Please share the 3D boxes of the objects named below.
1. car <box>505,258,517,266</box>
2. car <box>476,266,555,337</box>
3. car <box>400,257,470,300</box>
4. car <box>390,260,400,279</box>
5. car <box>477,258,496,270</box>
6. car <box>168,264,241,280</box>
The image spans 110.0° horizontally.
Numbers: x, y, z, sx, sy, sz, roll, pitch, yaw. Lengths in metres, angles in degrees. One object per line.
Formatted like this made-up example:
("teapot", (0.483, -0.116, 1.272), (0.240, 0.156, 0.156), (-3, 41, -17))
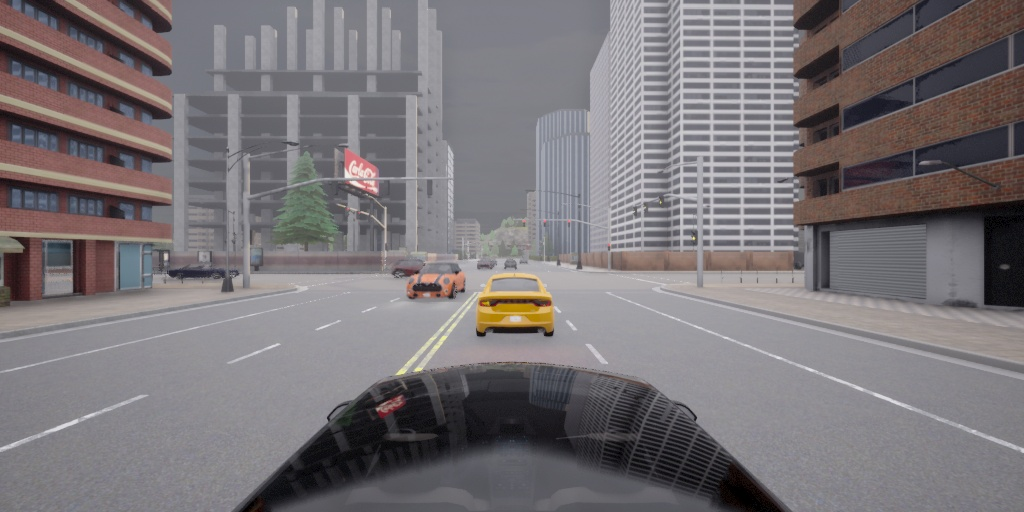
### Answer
("car", (-0.224, 1.241, 56.653), (2.128, 1.511, 4.902), (0, 0, 0))
("car", (0.061, 1.228, 10.345), (1.882, 1.535, 5.008), (0, 0, 0))
("car", (-3.610, 1.103, 17.717), (2.097, 1.767, 4.553), (0, 0, 2))
("car", (-8.550, 1.101, 32.360), (4.553, 1.767, 2.097), (0, 0, -23))
("car", (-3.885, 1.102, 52.614), (2.097, 1.767, 4.553), (0, 0, 0))
("car", (-25.731, 1.351, 30.163), (4.718, 1.301, 1.895), (0, 0, -1))
